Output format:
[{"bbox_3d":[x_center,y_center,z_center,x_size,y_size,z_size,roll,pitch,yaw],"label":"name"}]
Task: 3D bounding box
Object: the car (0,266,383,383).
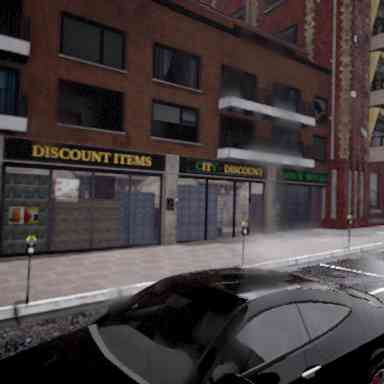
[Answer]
[{"bbox_3d":[0.183,1.535,3.075,4.674,1.442,1.812,0,0,-36],"label":"car"}]
